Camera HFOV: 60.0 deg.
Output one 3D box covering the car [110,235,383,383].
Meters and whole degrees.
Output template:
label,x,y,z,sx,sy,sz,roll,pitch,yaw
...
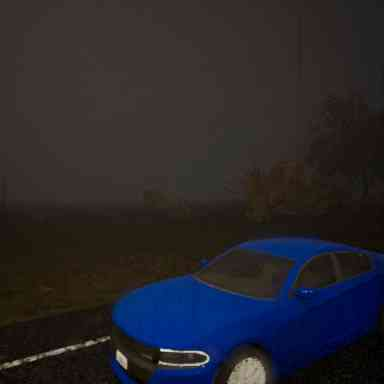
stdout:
label,x,y,z,sx,sy,sz,roll,pitch,yaw
car,1.302,1.467,4.920,5.008,1.535,1.882,0,0,-35
